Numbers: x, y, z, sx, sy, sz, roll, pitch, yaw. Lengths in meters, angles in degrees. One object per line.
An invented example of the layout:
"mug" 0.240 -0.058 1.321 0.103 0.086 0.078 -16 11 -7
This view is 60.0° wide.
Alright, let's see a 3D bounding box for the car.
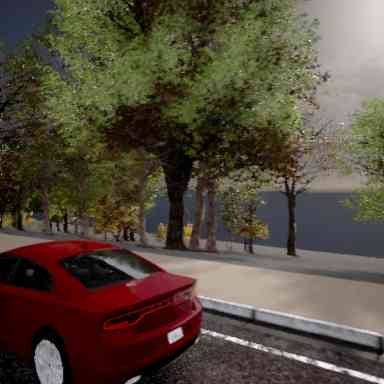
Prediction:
"car" -2.205 1.518 5.255 5.008 1.535 1.882 -1 0 36
